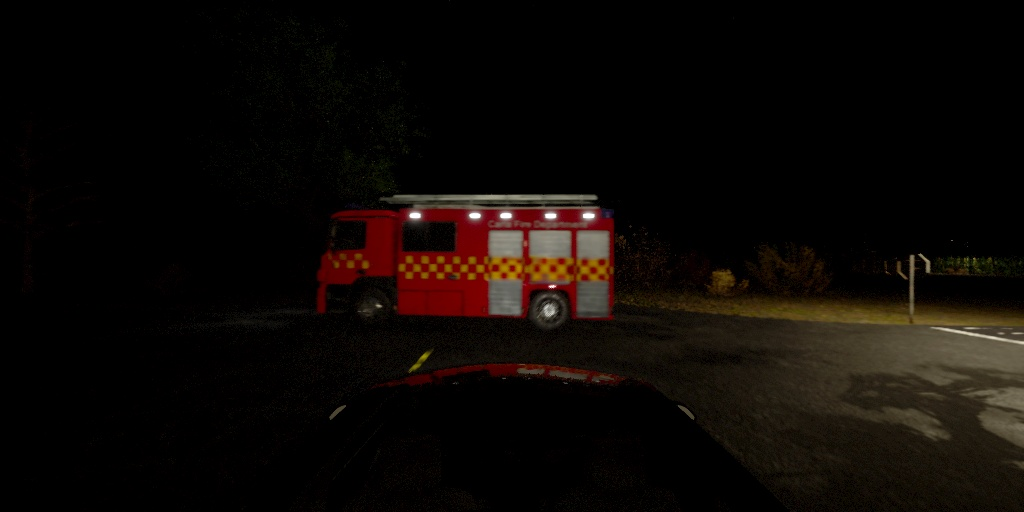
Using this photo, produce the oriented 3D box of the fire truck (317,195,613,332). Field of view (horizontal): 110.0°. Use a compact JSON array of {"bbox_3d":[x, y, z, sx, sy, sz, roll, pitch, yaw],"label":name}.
[{"bbox_3d":[-1.287,0.147,11.224,8.468,3.827,2.891,1,-1,5],"label":"fire truck"}]
